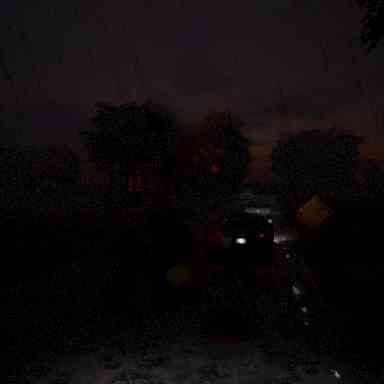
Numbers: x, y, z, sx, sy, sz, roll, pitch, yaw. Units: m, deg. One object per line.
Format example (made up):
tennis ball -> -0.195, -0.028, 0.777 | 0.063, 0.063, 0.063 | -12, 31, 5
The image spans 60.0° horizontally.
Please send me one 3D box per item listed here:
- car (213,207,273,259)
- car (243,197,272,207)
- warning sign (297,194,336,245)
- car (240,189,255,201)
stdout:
car -> 2.036, 1.501, 12.496 | 1.994, 1.385, 4.181 | 0, 1, 14
car -> 5.301, 1.368, 26.234 | 1.895, 1.301, 4.718 | 0, 1, 14
warning sign -> 4.911, 1.054, 13.258 | 1.300, 1.860, 1.060 | 1, 2, 13
car -> 9.769, 0.541, 58.302 | 2.150, 2.045, 5.566 | 0, 1, 14
